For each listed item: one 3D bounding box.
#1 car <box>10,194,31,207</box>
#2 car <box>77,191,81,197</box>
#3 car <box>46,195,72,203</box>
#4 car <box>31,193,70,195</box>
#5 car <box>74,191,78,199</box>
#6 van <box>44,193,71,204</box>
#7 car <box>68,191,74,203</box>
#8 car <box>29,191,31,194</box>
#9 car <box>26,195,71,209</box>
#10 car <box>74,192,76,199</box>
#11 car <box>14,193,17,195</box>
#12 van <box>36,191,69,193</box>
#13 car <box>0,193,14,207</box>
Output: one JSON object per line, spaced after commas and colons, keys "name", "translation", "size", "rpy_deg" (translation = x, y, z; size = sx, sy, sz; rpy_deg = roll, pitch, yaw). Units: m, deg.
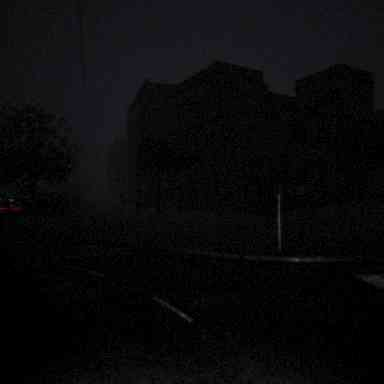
{"name": "car", "translation": [-27.658, 1.585, 54.181], "size": [1.837, 1.490, 4.892], "rpy_deg": [-1, 1, -18]}
{"name": "car", "translation": [-30.223, 1.095, 80.475], "size": [4.792, 1.488, 2.163], "rpy_deg": [-1, 1, -13]}
{"name": "car", "translation": [-26.708, 1.360, 67.154], "size": [4.674, 1.452, 2.002], "rpy_deg": [-1, 1, -16]}
{"name": "car", "translation": [-20.801, 1.444, 49.077], "size": [4.553, 1.767, 2.185], "rpy_deg": [-1, 1, -19]}
{"name": "car", "translation": [-28.871, 1.176, 75.053], "size": [4.892, 1.521, 2.231], "rpy_deg": [-1, 1, -14]}
{"name": "van", "translation": [-25.031, 1.177, 61.953], "size": [4.442, 1.987, 1.878], "rpy_deg": [-1, 1, -17]}
{"name": "car", "translation": [-22.604, 1.260, 54.274], "size": [5.566, 2.045, 2.435], "rpy_deg": [-1, 1, -19]}
{"name": "car", "translation": [-30.811, 1.030, 64.078], "size": [2.150, 2.045, 5.566], "rpy_deg": [-1, 1, -16]}
{"name": "car", "translation": [-19.937, 1.599, 46.463], "size": [4.892, 1.521, 2.231], "rpy_deg": [-1, 1, -19]}
{"name": "car", "translation": [-27.483, 1.303, 69.773], "size": [4.792, 1.488, 2.163], "rpy_deg": [-1, 1, -15]}
{"name": "car", "translation": [-33.444, 1.421, 62.416], "size": [1.895, 1.301, 4.718], "rpy_deg": [-1, 1, -16]}
{"name": "van", "translation": [-21.841, 1.316, 51.634], "size": [4.442, 1.987, 1.878], "rpy_deg": [-1, 1, -19]}
{"name": "car", "translation": [-30.418, 1.477, 52.964], "size": [2.097, 1.767, 4.553], "rpy_deg": [-1, 1, -18]}
